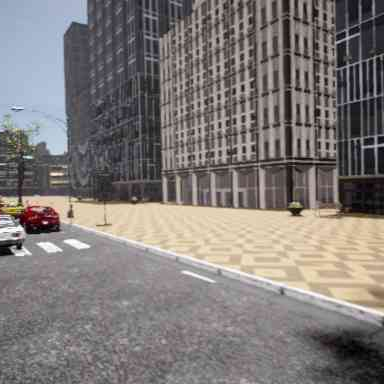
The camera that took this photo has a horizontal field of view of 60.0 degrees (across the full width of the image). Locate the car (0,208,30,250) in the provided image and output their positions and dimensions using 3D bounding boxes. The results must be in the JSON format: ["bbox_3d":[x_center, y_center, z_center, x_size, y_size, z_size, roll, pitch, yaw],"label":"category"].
[{"bbox_3d":[-8.007,1.572,13.291,1.895,1.301,4.718,-2,1,-35],"label":"car"}]

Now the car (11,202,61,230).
[{"bbox_3d":[-8.824,1.443,19.042,1.887,1.381,4.507,-2,1,-35],"label":"car"}]

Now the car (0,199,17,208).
[{"bbox_3d":[-15.196,1.437,28.295,1.752,1.417,4.829,-2,1,-35],"label":"car"}]
